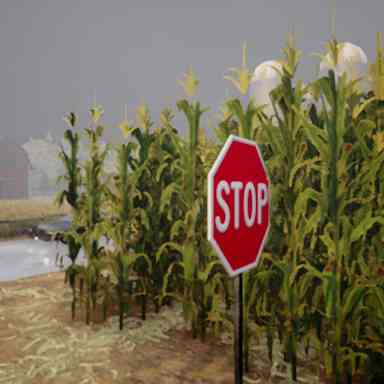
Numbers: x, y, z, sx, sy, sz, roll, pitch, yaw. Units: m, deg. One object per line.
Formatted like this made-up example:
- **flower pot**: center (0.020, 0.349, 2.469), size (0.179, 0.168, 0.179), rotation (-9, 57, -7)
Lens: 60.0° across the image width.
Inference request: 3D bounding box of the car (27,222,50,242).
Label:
- **car**: center (-5.451, 1.706, 17.059), size (2.033, 1.411, 5.357), rotation (0, 0, 34)
